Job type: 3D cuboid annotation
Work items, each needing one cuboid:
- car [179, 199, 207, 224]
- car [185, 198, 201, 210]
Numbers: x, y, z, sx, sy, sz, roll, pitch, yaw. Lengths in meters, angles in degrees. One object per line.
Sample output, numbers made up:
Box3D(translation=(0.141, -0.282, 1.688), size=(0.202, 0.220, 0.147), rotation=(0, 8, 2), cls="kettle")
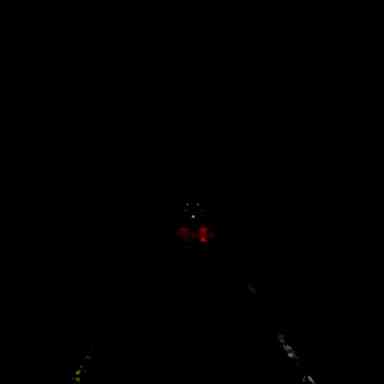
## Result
Box3D(translation=(0.091, 1.419, 24.291), size=(2.128, 1.511, 4.902), rotation=(0, 0, 0), cls="car")
Box3D(translation=(0.084, 1.492, 41.742), size=(1.895, 1.301, 4.718), rotation=(0, 0, 0), cls="car")
